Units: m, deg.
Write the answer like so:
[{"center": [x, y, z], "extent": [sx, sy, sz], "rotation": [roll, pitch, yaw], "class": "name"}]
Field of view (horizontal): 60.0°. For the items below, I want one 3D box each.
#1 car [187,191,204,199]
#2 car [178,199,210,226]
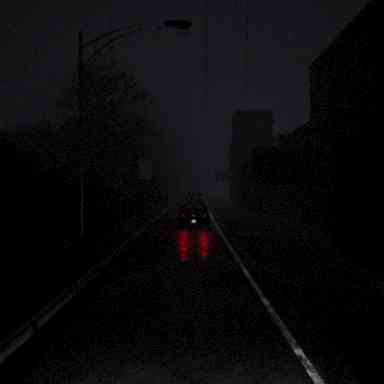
[{"center": [0.431, 0.646, 41.499], "extent": [2.097, 1.767, 4.553], "rotation": [0, 2, 1], "class": "car"}, {"center": [0.116, 1.390, 21.574], "extent": [1.895, 1.301, 4.718], "rotation": [0, 1, 0], "class": "car"}]
